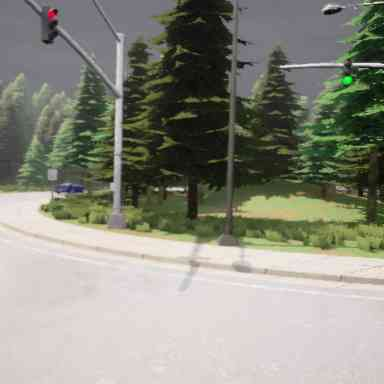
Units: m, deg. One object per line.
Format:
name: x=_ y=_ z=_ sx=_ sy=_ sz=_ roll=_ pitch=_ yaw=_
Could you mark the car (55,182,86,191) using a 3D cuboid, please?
car: x=-15.340 y=-0.471 z=42.431 sx=1.882 sy=1.535 sz=5.008 roll=2 pitch=2 yaw=11
